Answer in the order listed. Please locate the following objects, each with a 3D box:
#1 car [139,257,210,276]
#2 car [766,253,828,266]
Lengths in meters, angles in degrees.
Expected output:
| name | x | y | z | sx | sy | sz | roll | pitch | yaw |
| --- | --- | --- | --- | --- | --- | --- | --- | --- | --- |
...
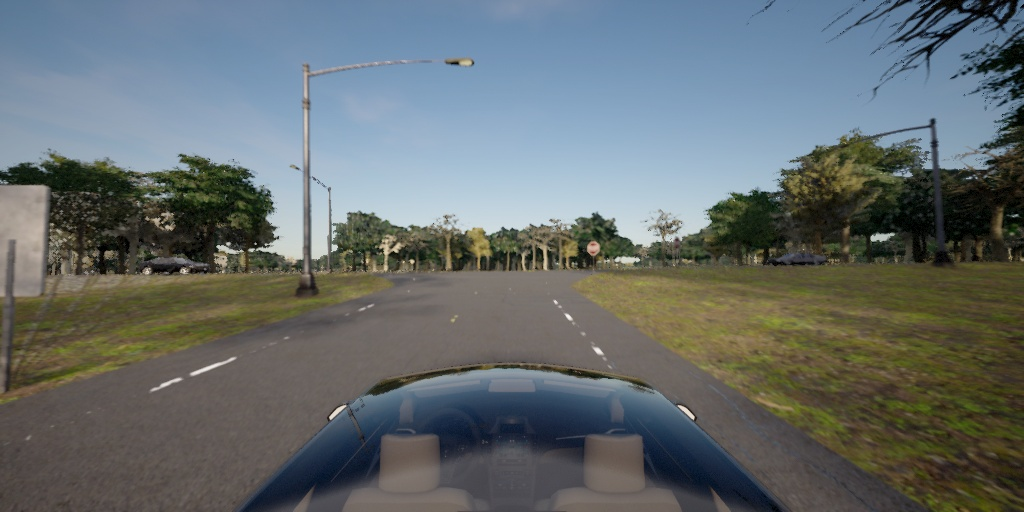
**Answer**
| name | x | y | z | sx | sy | sz | roll | pitch | yaw |
| --- | --- | --- | --- | --- | --- | --- | --- | --- | --- |
| car | -28.141 | 0.848 | 30.012 | 5.008 | 1.535 | 1.882 | -1 | -2 | 1 |
| car | 29.664 | 0.365 | 37.401 | 5.357 | 1.411 | 2.033 | -1 | -2 | -1 |
